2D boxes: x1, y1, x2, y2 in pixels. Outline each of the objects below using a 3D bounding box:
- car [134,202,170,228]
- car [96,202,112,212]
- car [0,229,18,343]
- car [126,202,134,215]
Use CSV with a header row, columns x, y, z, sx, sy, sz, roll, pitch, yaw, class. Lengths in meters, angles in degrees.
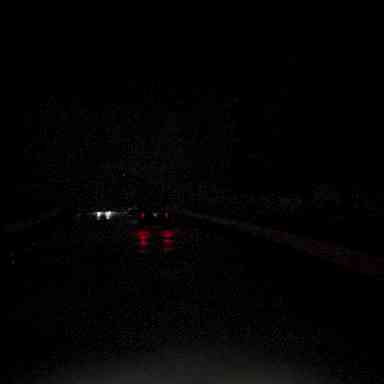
x,y,z,sx,sy,sz,roll,pitch,yaw,class
-2.898,1.570,24.220,2.097,1.767,4.553,0,0,-12,car
-12.055,2.034,45.581,1.994,1.385,4.181,0,-1,-15,car
-3.760,1.258,3.030,2.150,2.045,5.566,0,0,-3,car
-6.768,1.907,39.701,2.033,1.411,5.357,0,-1,-15,car
